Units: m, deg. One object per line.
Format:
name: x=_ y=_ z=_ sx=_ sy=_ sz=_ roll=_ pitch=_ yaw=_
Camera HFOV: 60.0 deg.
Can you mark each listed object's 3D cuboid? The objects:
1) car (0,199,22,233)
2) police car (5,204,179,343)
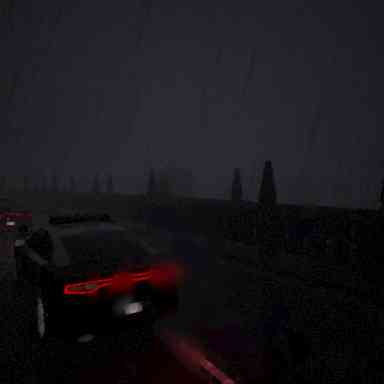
car: x=-8.773 y=1.051 z=15.147 sx=1.882 sy=1.535 sz=5.008 roll=-1 pitch=2 yaw=-40
police car: x=-2.217 y=1.249 z=6.475 sx=1.930 sy=1.638 sz=5.238 roll=-1 pitch=2 yaw=-34
